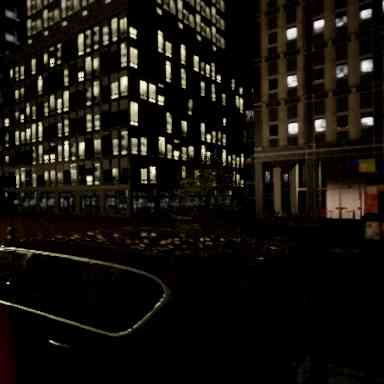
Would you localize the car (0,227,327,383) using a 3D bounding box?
[{"bbox_3d":[-1.161,1.338,3.708,5.009,1.841,2.192,-1,-1,35],"label":"car"}]
